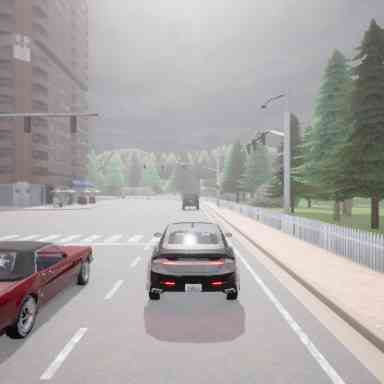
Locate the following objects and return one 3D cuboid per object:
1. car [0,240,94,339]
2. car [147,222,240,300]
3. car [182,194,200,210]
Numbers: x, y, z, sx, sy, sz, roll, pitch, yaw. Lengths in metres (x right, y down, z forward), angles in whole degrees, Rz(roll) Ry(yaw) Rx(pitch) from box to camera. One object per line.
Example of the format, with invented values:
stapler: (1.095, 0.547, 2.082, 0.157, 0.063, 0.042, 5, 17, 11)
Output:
car: (-3.449, 1.601, 6.502, 1.895, 1.301, 4.718, 0, 0, 0)
car: (0.024, 1.492, 8.350, 2.128, 1.511, 4.902, 0, 0, 0)
car: (-0.173, 1.221, 43.797, 2.150, 2.045, 5.566, 0, 0, -1)
